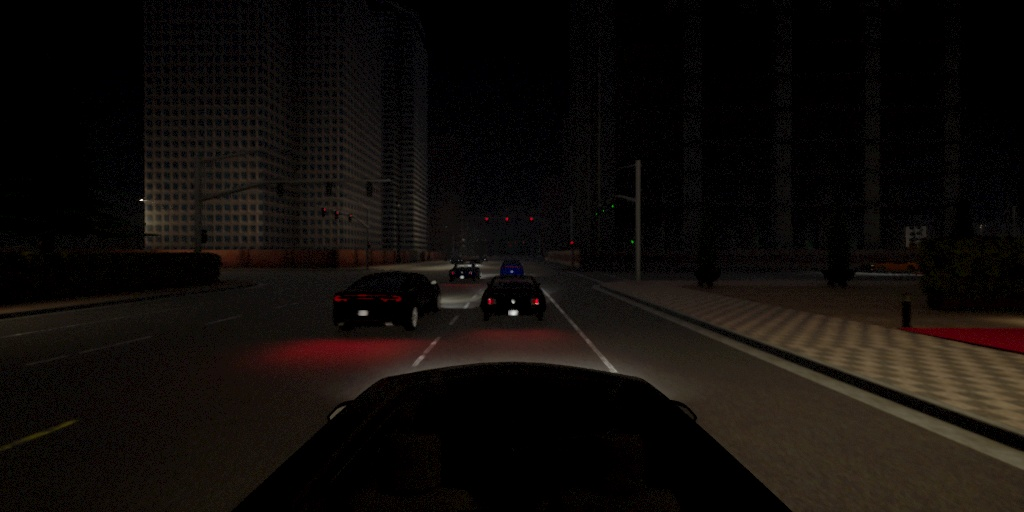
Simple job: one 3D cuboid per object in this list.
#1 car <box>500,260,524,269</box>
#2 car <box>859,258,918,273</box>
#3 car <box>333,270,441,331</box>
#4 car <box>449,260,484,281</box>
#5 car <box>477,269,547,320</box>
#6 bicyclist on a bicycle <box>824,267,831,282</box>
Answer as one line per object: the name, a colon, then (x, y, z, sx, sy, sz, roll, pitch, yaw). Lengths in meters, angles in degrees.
car: (-0.029, 1.051, 30.385, 1.882, 1.535, 5.008, 0, 0, 0)
car: (40.190, 1.004, 38.346, 5.008, 1.535, 1.882, 0, 0, 1)
car: (-3.455, 1.171, 10.852, 1.882, 1.535, 5.008, 0, 0, 1)
car: (-3.514, 1.192, 27.383, 1.895, 1.301, 4.718, 0, 0, 0)
car: (0.056, 1.286, 12.231, 1.895, 1.301, 4.718, 0, 0, 0)
bicyclist on a bicycle: (20.752, 0.921, 23.007, 0.582, 1.620, 1.656, 0, 0, 0)
